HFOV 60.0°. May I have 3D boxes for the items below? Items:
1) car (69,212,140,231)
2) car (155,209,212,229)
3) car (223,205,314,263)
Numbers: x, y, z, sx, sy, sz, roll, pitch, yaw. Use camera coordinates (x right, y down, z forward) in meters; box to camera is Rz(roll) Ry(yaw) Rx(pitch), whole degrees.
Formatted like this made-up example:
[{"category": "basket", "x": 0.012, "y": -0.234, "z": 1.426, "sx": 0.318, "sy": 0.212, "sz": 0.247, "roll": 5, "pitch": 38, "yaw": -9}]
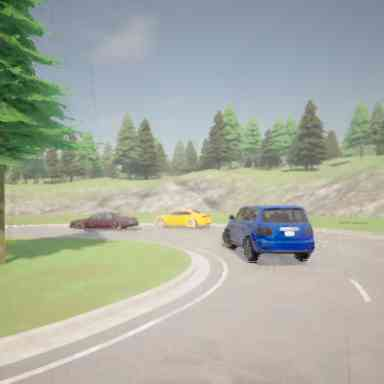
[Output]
[{"category": "car", "x": -6.931, "y": 2.331, "z": 26.440, "sx": 5.357, "sy": 1.411, "sz": 2.033, "roll": -1, "pitch": -2, "yaw": 9}, {"category": "car", "x": -0.752, "y": 2.207, "z": 27.821, "sx": 5.008, "sy": 1.535, "sz": 1.882, "roll": -2, "pitch": -2, "yaw": 28}, {"category": "car", "x": 2.881, "y": 1.535, "z": 13.578, "sx": 2.150, "sy": 2.045, "sz": 5.566, "roll": 0, "pitch": -2, "yaw": -7}]
